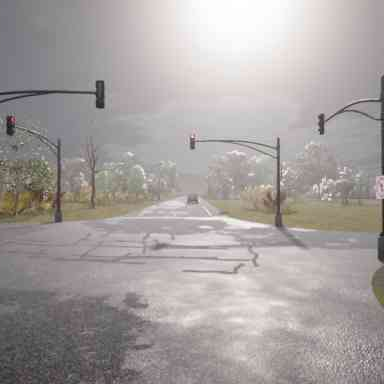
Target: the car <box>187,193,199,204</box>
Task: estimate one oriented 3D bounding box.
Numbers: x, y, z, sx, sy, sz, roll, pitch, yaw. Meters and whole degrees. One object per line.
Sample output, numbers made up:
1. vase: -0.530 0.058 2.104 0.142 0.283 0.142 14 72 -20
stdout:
1. car: 0.156 1.293 67.595 2.150 2.045 5.566 0 0 0
